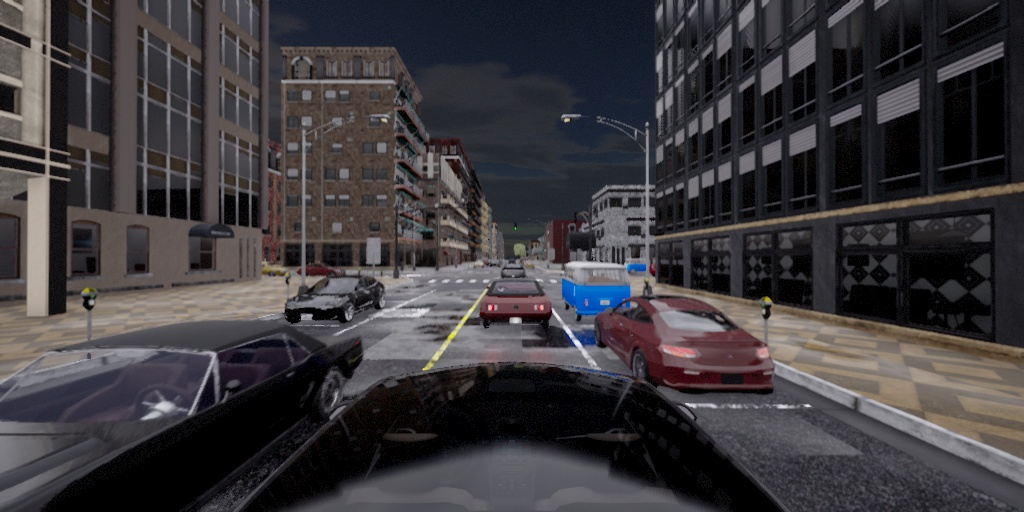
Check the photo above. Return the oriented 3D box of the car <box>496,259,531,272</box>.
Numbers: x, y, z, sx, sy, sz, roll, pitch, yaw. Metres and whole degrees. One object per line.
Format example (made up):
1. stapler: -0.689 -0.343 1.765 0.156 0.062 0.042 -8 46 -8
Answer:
1. car: 0.096 1.260 28.331 2.128 1.511 4.902 0 0 0

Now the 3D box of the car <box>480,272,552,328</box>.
1. car: 0.099 1.358 11.393 1.895 1.301 4.718 0 0 0

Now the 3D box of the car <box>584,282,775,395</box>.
1. car: 2.657 1.335 6.399 1.802 1.307 4.207 0 0 0

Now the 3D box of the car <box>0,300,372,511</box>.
1. car: -3.100 1.352 3.051 1.895 1.301 4.718 0 0 0

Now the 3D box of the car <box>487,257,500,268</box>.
1. car: -3.060 1.340 65.182 1.837 1.490 4.892 0 0 1

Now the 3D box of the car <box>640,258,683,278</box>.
1. car: 14.913 1.127 32.975 5.009 1.841 2.192 0 0 0

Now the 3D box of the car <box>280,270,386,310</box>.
1. car: -5.692 1.323 12.112 1.948 1.339 4.313 0 0 0

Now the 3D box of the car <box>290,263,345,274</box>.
1. car: -17.473 1.303 32.891 4.207 1.307 1.802 0 0 0

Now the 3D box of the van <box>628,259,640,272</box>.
1. van: 14.889 1.199 41.355 3.998 1.789 1.690 0 0 0

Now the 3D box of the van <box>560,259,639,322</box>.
1. van: 2.655 1.098 12.088 1.690 1.789 3.998 0 0 0

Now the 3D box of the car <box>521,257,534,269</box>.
1. car: 2.679 1.345 57.044 1.751 1.417 4.829 0 0 0

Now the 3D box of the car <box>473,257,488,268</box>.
1. car: -5.703 1.356 62.241 1.751 1.417 4.829 0 0 0

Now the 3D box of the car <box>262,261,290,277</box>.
1. car: -22.966 1.236 32.877 4.829 1.417 1.751 0 0 0
